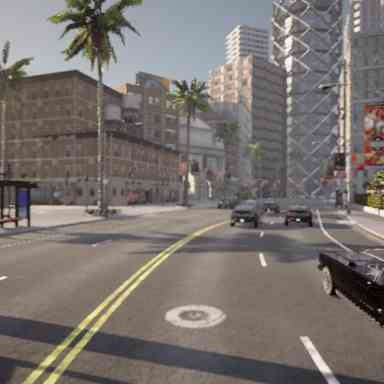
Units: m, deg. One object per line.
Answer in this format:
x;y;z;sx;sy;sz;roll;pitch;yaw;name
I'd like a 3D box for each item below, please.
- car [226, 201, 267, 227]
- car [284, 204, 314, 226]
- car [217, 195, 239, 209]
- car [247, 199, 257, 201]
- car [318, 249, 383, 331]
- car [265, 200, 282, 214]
4.013;1.635;23.936;1.837;1.490;4.892;0;-1;18;car
8.075;1.662;25.094;1.837;1.490;4.892;0;0;19;car
5.407;1.467;49.020;2.150;2.045;5.566;0;0;20;car
8.507;1.789;47.322;1.812;1.442;4.674;0;0;20;car
3.787;1.647;5.819;1.895;1.301;4.718;0;0;4;car
9.272;1.731;38.867;1.837;1.490;4.892;0;0;20;car
